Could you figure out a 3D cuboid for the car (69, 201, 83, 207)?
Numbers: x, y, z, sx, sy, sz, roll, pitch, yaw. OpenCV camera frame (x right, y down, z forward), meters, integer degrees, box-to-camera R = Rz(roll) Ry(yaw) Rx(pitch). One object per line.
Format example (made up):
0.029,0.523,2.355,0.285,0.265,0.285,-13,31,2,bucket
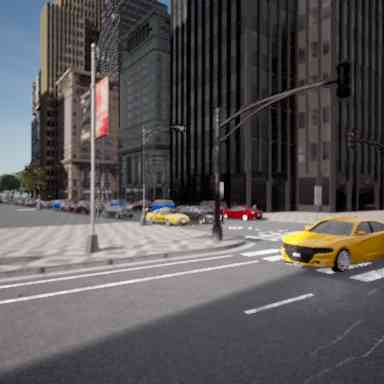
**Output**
-27.319,2.783,77.996,1.947,1.339,4.313,-1,0,-35,car

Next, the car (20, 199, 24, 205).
-39.982,2.887,81.152,1.802,1.307,4.206,-1,0,-35,car

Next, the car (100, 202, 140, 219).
-7.752,2.121,35.493,2.008,1.369,4.403,-1,0,-35,car

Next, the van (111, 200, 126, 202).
-12.720,2.226,57.375,1.690,1.788,3.998,-1,0,-35,van

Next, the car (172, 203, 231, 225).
0.690,1.925,28.170,2.128,1.511,4.902,0,-1,-35,car

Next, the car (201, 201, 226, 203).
1.924,1.857,36.579,2.192,1.841,5.009,-1,0,-35,car

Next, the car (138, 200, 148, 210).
-6.862,2.064,49.057,2.192,1.841,5.009,-1,0,-35,car

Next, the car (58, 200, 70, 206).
-33.320,2.898,86.497,2.008,1.369,4.403,-1,0,-35,car

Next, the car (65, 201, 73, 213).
-16.205,2.313,47.468,1.887,1.381,4.507,-1,0,-35,car

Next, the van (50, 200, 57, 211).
-21.843,2.239,55.452,1.690,1.788,3.998,-1,0,-35,van

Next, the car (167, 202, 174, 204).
-1.001,2.193,40.737,1.802,1.307,4.206,-1,0,-35,car

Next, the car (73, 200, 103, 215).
-13.391,2.017,43.477,2.192,1.841,5.009,-1,0,-35,car

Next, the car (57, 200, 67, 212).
-19.024,2.273,51.459,1.967,1.590,4.097,-1,0,-35,car

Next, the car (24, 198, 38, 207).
-36.882,2.783,76.760,1.887,1.381,4.507,-1,0,-35,car

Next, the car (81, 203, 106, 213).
-14.970,2.350,50.445,2.033,1.411,5.357,0,-1,-35,car

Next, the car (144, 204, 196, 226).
-2.019,1.960,27.371,1.752,1.417,4.829,-1,0,-35,car

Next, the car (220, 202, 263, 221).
4.857,2.017,32.418,1.887,1.381,4.507,-1,0,-35,car

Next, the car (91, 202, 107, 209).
-18.319,2.595,65.246,1.802,1.307,4.206,-1,0,-35,car

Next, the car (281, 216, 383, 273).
5.099,1.586,11.156,5.008,1.535,1.882,1,0,-35,car

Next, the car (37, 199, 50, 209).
-27.580,2.470,63.580,1.967,1.590,4.097,-1,0,-35,car

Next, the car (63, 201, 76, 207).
-30.320,2.848,82.247,1.947,1.339,4.313,-1,0,-35,car

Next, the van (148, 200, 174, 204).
-3.934,2.021,44.897,1.690,1.788,3.998,-1,0,-35,van
